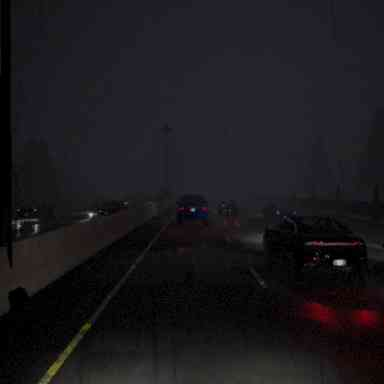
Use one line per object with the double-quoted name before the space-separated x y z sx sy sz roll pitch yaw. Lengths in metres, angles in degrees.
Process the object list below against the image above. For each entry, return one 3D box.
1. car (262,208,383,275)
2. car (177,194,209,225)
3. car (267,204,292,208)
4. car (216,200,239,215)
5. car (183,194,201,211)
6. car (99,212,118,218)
"car" 3.581 1.494 10.496 2.128 1.511 4.902 0 0 0
"car" 0.067 1.232 24.100 2.150 2.045 5.566 0 0 0
"car" 7.063 1.609 27.139 1.895 1.301 4.718 0 0 0
"car" 3.554 1.502 33.413 2.128 1.511 4.902 0 0 0
"car" 0.041 1.234 42.766 2.150 2.045 5.566 0 0 0
"car" -7.138 1.517 30.012 1.837 1.490 4.892 0 0 0
